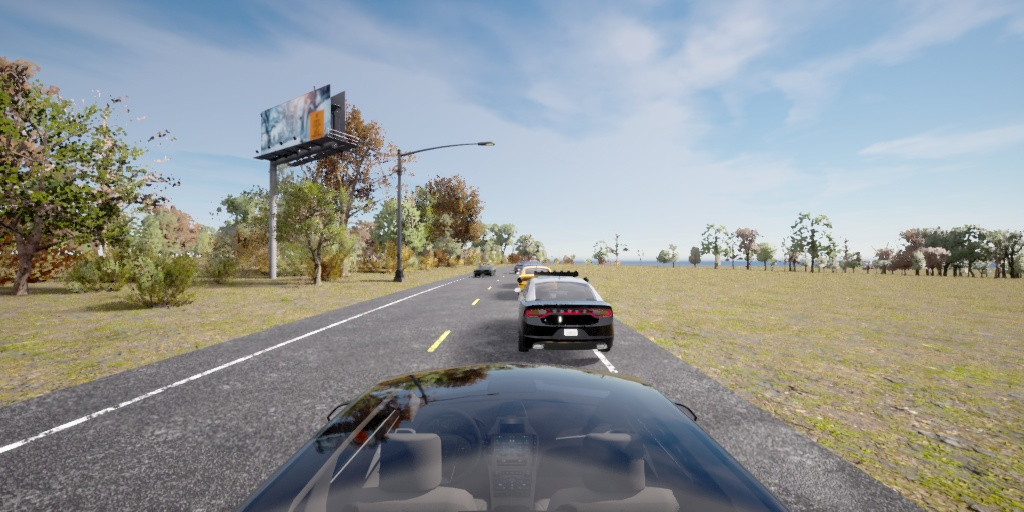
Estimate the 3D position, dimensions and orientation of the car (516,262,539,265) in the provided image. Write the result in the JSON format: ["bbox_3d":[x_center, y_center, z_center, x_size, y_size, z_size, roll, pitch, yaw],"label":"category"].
[{"bbox_3d":[1.259,1.266,18.924,1.882,1.535,5.008,0,0,1],"label":"car"}]

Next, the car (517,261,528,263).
[{"bbox_3d":[1.421,1.295,24.902,1.882,1.535,5.008,0,0,2],"label":"car"}]

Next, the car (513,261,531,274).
[{"bbox_3d":[1.326,1.466,45.966,2.128,1.511,4.902,0,0,4],"label":"car"}]

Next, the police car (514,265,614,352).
[{"bbox_3d":[1.092,1.184,9.068,1.930,1.638,5.238,0,0,1],"label":"police car"}]

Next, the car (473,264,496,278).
[{"bbox_3d":[-2.682,1.493,36.064,1.895,1.301,4.718,0,0,3],"label":"car"}]
